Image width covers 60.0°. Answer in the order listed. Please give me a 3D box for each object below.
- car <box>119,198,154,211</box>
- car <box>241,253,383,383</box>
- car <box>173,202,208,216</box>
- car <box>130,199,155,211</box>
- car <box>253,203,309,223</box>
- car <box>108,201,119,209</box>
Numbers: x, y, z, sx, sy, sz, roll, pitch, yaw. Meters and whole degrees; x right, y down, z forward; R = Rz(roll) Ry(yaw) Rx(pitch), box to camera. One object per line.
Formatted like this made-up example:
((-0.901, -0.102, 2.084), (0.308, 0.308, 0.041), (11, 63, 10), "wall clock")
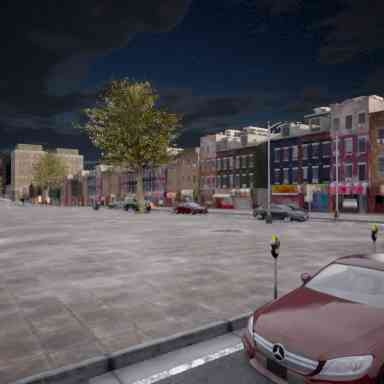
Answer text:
((-7.972, 1.829, 47.932), (2.150, 2.045, 5.566), (0, -1, -35), "car")
((2.578, 1.582, 4.642), (4.206, 1.307, 1.802), (0, 0, -35), "car")
((-0.198, 1.839, 37.011), (1.882, 1.535, 5.008), (0, -1, -36), "car")
((-7.943, 2.040, 52.871), (2.097, 1.767, 4.553), (0, -1, -36), "car")
((7.081, 1.688, 26.851), (1.837, 1.490, 4.892), (0, -1, -36), "car")
((-13.819, 2.395, 61.059), (2.128, 1.511, 4.902), (0, -1, -35), "car")
